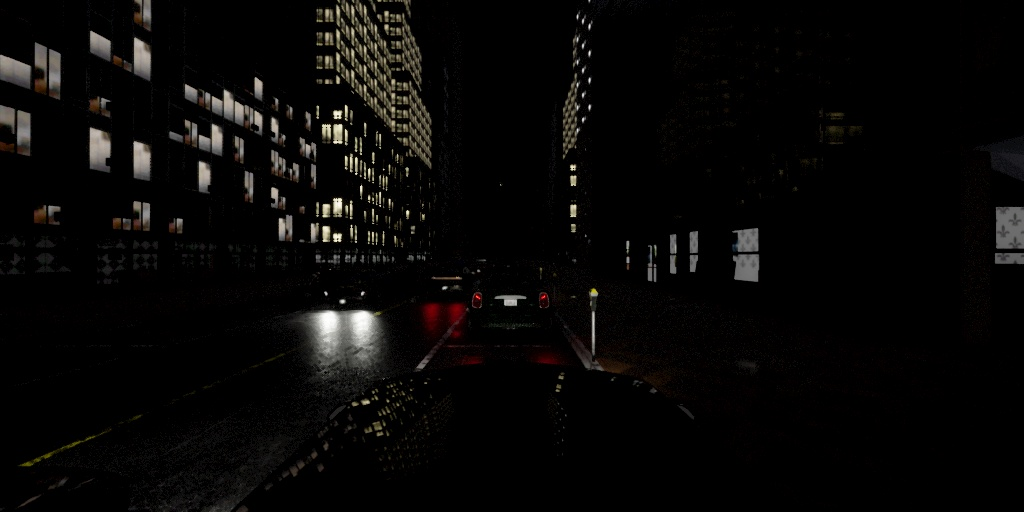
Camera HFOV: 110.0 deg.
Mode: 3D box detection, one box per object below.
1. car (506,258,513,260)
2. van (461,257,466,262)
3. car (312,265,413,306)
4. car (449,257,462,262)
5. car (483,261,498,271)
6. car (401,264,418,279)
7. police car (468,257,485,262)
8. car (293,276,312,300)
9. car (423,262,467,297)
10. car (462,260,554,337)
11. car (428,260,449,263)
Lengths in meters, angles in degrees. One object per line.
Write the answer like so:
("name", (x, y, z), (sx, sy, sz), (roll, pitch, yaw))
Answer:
("car", (-0.455, 1.298, 46.099), (1.948, 1.339, 4.313), (0, 0, 0))
("van", (-8.836, 1.064, 57.496), (1.690, 1.789, 3.998), (0, 0, 0))
("car", (-6.246, 1.296, 15.880), (2.033, 1.411, 5.357), (0, 0, 0))
("car", (-8.836, 1.273, 51.803), (1.888, 1.381, 4.507), (0, 0, 0))
("car", (-3.044, 1.329, 51.139), (1.895, 1.301, 4.718), (0, 0, 0))
("car", (-8.835, 1.325, 29.033), (1.802, 1.307, 4.207), (0, 0, 0))
("police car", (-3.145, 1.163, 36.398), (1.930, 1.638, 5.238), (0, 0, 0))
("car", (-8.836, 1.313, 17.650), (1.948, 1.339, 4.313), (0, 0, 0))
("car", (-3.045, 1.238, 18.725), (2.128, 1.511, 4.902), (0, 0, 0))
("car", (-0.033, 1.102, 10.469), (2.097, 1.767, 4.553), (0, 0, 0))
("car", (-8.836, 1.286, 40.419), (2.007, 1.370, 4.403), (0, 0, 0))
